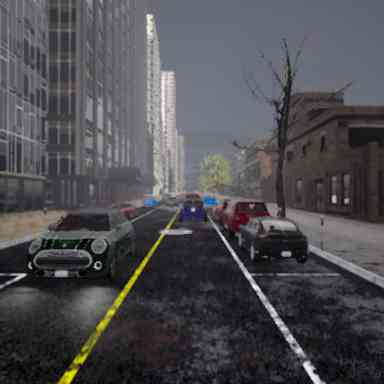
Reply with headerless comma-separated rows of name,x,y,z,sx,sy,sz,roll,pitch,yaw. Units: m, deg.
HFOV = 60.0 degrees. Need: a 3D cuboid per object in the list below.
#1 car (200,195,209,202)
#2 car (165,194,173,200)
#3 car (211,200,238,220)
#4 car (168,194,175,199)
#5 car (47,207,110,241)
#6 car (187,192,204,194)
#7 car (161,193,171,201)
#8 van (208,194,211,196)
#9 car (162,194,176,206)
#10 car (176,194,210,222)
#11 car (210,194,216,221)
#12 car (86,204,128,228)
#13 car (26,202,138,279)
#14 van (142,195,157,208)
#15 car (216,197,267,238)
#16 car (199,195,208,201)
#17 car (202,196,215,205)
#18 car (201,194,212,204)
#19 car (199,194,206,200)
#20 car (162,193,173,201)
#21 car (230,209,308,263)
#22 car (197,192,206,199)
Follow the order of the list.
car,2.664,1.350,72.690,1.887,1.381,4.507,1,0,0
car,-5.722,1.292,83.604,1.752,1.417,4.829,1,0,0
car,2.687,1.469,28.488,1.752,1.417,4.829,1,0,0
car,-5.728,1.247,94.696,1.752,1.417,4.829,1,0,0
car,-5.689,1.553,17.218,1.802,1.307,4.206,1,0,0
car,0.079,1.134,40.731,2.150,2.045,5.566,0,0,0
car,-5.717,1.389,72.683,1.802,1.307,4.206,1,0,0
van,2.678,1.222,50.503,1.690,1.788,3.998,1,0,0
car,-3.099,1.406,50.929,1.812,1.442,4.674,0,0,0
car,0.085,1.303,26.000,2.097,1.767,4.553,0,0,0
car,2.692,1.273,22.771,2.192,1.841,5.009,1,0,0
car,-5.692,1.541,22.767,1.802,1.307,4.206,1,0,0
car,-3.092,1.336,10.131,2.097,1.767,4.553,0,0,0
van,-5.699,1.241,44.952,1.690,1.788,3.998,1,0,0
car,2.695,1.285,17.222,2.192,1.841,5.009,1,0,0
car,2.661,1.367,78.235,1.802,1.307,4.206,1,0,0
car,2.672,1.429,56.050,1.947,1.339,4.313,1,0,0
car,2.671,1.285,61.596,1.967,1.590,4.097,1,0,0
car,2.659,1.288,83.951,1.752,1.417,4.829,1,0,0
car,-5.716,1.102,78.228,2.192,1.841,5.009,1,0,0
car,2.695,1.531,11.677,2.008,1.369,4.403,1,0,0
car,2.656,1.034,94.872,2.192,1.841,5.009,1,0,0
